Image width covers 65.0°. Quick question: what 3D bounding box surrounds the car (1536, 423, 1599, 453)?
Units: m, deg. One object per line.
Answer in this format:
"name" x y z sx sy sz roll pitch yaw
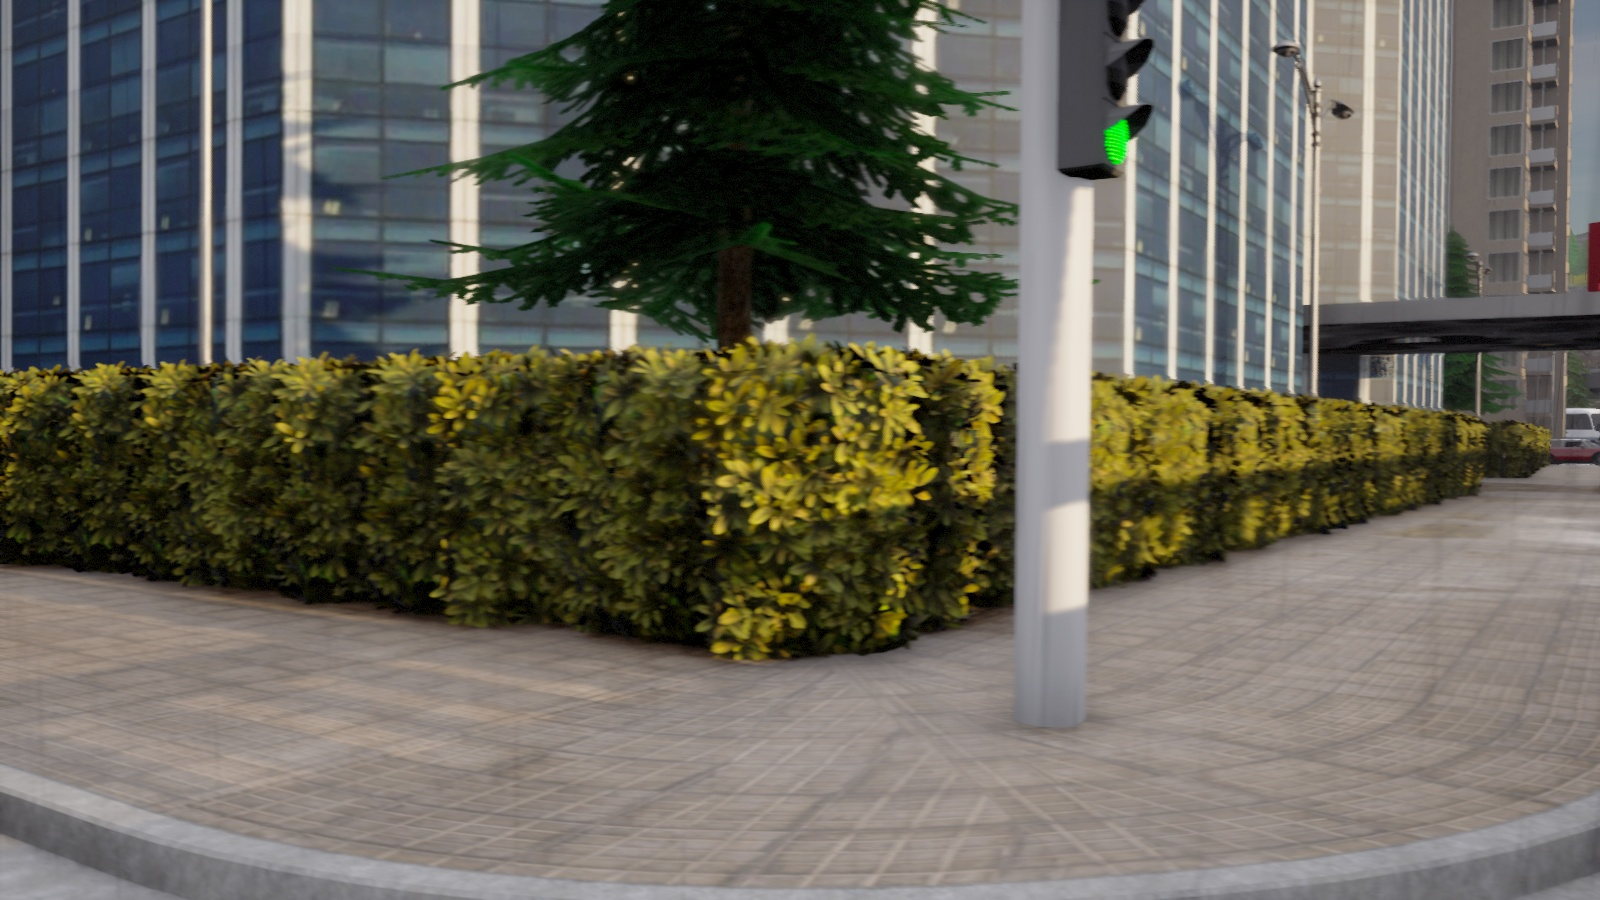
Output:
"car" 40.657 -0.620 65.236 1.970 1.475 3.806 -1 0 -44
